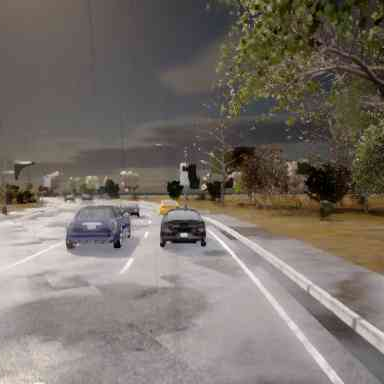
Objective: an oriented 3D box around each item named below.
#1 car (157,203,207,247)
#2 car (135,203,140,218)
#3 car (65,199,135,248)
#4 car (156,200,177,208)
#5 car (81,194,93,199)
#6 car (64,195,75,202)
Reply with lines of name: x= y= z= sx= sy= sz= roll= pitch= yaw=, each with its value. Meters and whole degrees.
car: x=-0.460 y=1.471 z=15.014 sx=1.882 sy=1.535 sz=5.008 roll=0 pitch=0 yaw=-4
car: x=-5.628 y=1.586 z=29.884 sx=1.895 sy=1.301 sz=4.718 roll=0 pitch=0 yaw=-9
car: x=-3.951 y=1.351 z=14.756 sx=2.097 sy=1.767 sz=4.553 roll=0 pitch=0 yaw=-4
car: x=-2.168 y=1.458 z=30.410 sx=1.882 sy=1.535 sz=5.008 roll=0 pitch=0 yaw=-9
car: x=-22.358 y=1.272 z=70.831 sx=1.882 sy=1.535 sz=5.008 roll=0 pitch=0 yaw=-26
car: x=-25.456 y=1.317 z=69.202 sx=1.812 sy=1.442 sz=4.674 roll=0 pitch=0 yaw=-26
